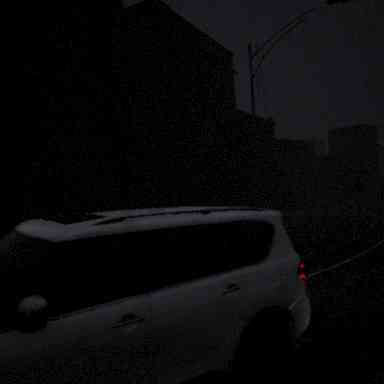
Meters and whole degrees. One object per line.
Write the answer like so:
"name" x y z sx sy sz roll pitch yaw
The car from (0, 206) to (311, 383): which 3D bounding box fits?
"car" -1.035 1.226 3.476 5.566 2.045 2.150 -1 0 -38
